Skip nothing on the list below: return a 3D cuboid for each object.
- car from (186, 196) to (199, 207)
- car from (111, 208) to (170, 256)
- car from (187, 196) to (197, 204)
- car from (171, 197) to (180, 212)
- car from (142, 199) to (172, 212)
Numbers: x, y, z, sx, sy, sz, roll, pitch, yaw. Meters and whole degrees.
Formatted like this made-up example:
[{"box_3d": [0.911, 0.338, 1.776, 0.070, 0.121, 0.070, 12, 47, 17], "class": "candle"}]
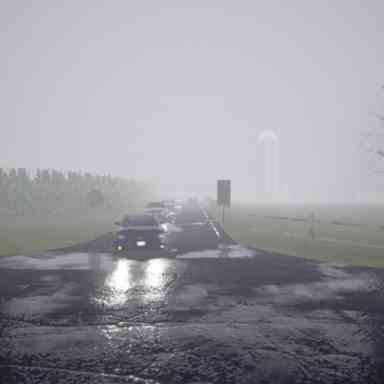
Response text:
[{"box_3d": [0.095, 1.538, 52.169, 2.033, 1.411, 5.357, 0, 0, 0], "class": "car"}, {"box_3d": [-2.101, 1.556, 13.181, 1.994, 1.385, 4.181, 0, 0, -11], "class": "car"}, {"box_3d": [-0.011, 1.524, 62.618, 1.812, 1.442, 4.674, 0, 0, 0], "class": "car"}, {"box_3d": [-2.834, 1.537, 39.478, 2.033, 1.411, 5.357, 0, 0, 0], "class": "car"}, {"box_3d": [-2.852, 1.515, 26.285, 1.812, 1.442, 4.674, 0, 0, 0], "class": "car"}]
